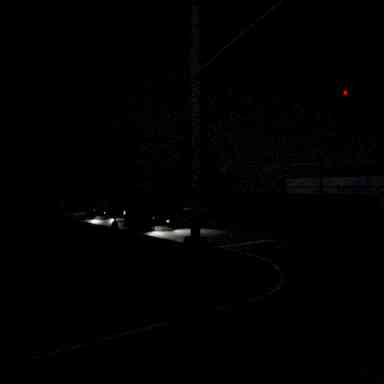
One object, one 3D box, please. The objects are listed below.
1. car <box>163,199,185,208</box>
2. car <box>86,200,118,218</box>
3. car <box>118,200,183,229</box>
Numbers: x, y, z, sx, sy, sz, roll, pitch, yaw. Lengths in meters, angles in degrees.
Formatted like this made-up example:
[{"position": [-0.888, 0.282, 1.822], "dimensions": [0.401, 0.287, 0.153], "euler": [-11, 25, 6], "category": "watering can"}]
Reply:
[{"position": [-2.833, 1.556, 41.997], "dimensions": [1.994, 1.385, 4.181], "euler": [0, 0, 41], "category": "car"}, {"position": [-8.387, 1.501, 30.084], "dimensions": [1.837, 1.490, 4.892], "euler": [0, 0, -26], "category": "car"}, {"position": [-2.860, 1.501, 21.838], "dimensions": [1.837, 1.490, 4.892], "euler": [0, 0, -36], "category": "car"}]
